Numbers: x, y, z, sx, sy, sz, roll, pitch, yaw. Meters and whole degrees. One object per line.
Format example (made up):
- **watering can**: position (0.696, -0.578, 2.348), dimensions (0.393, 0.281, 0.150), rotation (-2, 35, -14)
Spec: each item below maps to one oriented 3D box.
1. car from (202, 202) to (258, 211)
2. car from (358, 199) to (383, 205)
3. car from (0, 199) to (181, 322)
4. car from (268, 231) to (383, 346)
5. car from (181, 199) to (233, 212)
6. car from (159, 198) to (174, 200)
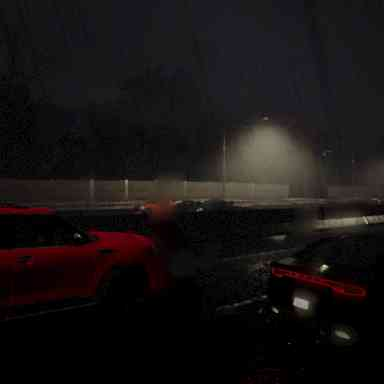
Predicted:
- **car**: position (3.367, 1.638, 23.608), dimensions (4.718, 1.301, 1.895), rotation (0, 0, -36)
- **car**: position (29.577, 1.745, 55.151), dimensions (4.718, 1.301, 1.895), rotation (0, 0, -35)
- **car**: position (-3.163, 1.223, 5.793), dimensions (5.566, 2.045, 2.150), rotation (0, 0, -36)
- **car**: position (3.621, 1.492, 6.336), dimensions (5.008, 1.535, 1.882), rotation (0, 0, -36)
- **car**: position (1.623, 1.390, 26.661), dimensions (4.553, 1.767, 2.097), rotation (0, 0, -36)
- **car**: position (-0.361, 1.543, 29.544), dimensions (4.892, 1.490, 1.837), rotation (0, 0, -36)
